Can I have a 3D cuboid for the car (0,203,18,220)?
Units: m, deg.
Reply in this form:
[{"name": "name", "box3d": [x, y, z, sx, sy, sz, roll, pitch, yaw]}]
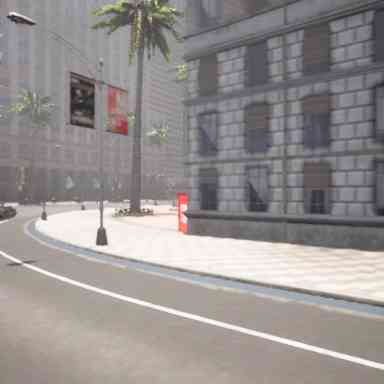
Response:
[{"name": "car", "box3d": [-17.048, 1.662, 29.485, 1.994, 1.385, 4.181, 0, 0, -12]}]
